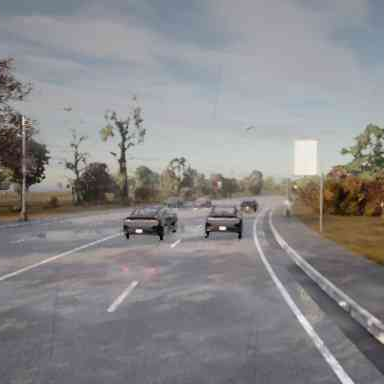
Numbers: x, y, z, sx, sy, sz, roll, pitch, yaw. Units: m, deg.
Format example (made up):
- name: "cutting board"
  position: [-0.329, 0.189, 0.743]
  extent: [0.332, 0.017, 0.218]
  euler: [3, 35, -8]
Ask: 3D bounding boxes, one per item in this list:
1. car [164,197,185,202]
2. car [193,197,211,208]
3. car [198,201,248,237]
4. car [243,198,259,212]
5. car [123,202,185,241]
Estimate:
- name: "car"
  position: [-2.442, 1.429, 45.768]
  extent: [1.837, 1.490, 4.892]
  euler: [0, 0, 17]
- name: "car"
  position: [1.505, 1.470, 46.717]
  extent: [1.812, 1.442, 4.674]
  euler: [0, 0, 17]
- name: "car"
  position: [1.813, 1.480, 17.869]
  extent: [2.128, 1.511, 4.902]
  euler: [0, 0, 9]
- name: "car"
  position: [6.837, 1.490, 39.375]
  extent: [1.837, 1.490, 4.892]
  euler: [0, 0, 16]
- name: "car"
  position: [-1.920, 1.465, 16.672]
  extent: [2.128, 1.511, 4.902]
  euler: [0, 0, 8]
